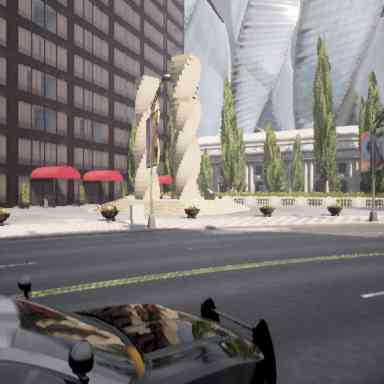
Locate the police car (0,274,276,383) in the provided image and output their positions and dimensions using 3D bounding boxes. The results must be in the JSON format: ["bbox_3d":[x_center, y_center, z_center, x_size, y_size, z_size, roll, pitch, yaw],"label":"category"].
[{"bbox_3d":[-1.534,1.418,2.185,5.238,1.638,1.930,0,0,-35],"label":"police car"}]
